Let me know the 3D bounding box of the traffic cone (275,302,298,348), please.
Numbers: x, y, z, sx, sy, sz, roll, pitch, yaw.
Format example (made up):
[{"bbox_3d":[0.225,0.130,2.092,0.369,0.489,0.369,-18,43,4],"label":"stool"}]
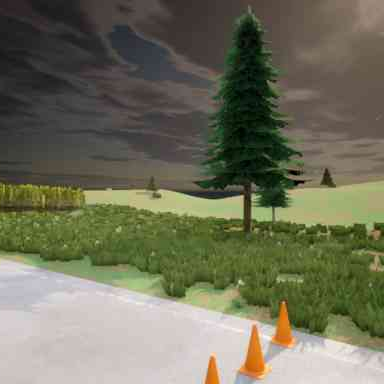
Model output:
[{"bbox_3d":[1.378,1.955,5.007,0.340,0.580,0.340,0,0,36],"label":"traffic cone"}]

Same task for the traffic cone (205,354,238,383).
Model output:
[{"bbox_3d":[0.209,1.955,3.385,0.340,0.580,0.340,0,0,36],"label":"traffic cone"}]

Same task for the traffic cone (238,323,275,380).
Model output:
[{"bbox_3d":[0.793,1.955,4.196,0.340,0.580,0.340,0,0,36],"label":"traffic cone"}]
